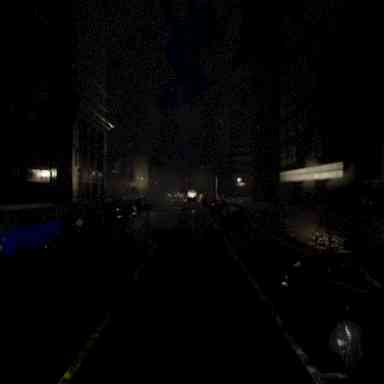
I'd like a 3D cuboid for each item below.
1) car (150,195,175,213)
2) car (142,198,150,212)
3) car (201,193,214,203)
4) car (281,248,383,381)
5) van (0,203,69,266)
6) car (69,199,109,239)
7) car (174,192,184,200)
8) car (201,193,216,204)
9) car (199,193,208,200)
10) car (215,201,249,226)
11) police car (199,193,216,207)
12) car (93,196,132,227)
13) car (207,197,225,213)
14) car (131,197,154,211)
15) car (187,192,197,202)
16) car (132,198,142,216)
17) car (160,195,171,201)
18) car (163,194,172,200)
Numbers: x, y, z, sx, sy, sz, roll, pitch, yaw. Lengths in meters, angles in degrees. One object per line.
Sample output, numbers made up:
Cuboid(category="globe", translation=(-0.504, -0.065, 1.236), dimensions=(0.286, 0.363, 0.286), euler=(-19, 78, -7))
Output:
Cuboid(category="car", translation=(-3.092, 1.369, 34.372), dimensions=(1.812, 1.442, 4.674), euler=(0, 0, 0))
Cuboid(category="car", translation=(-5.762, 1.413, 33.534), dimensions=(1.947, 1.339, 4.313), euler=(0, 0, 0))
Cuboid(category="car", translation=(2.765, 1.049, 61.718), dimensions=(2.192, 1.841, 5.009), euler=(0, 0, 0))
Cuboid(category="car", translation=(2.760, 1.540, 5.357), dimensions=(1.947, 1.339, 4.313), euler=(0, 0, 0))
Cuboid(category="van", translation=(-5.765, 1.290, 10.987), dimensions=(1.690, 1.788, 3.998), euler=(0, 0, 0))
Cuboid(category="car", translation=(-5.764, 1.363, 16.623), dimensions=(1.967, 1.590, 4.097), euler=(0, 0, 0))
Cuboid(category="car", translation=(-2.992, 0.883, 75.829), dimensions=(2.097, 1.767, 4.553), euler=(0, 0, 0))
Cuboid(category="car", translation=(2.764, 1.070, 56.082), dimensions=(2.192, 1.841, 5.009), euler=(0, 0, 0))
Cuboid(category="car", translation=(2.767, 1.115, 78.627), dimensions=(1.967, 1.590, 4.097), euler=(0, 0, 0))
Cuboid(category="car", translation=(2.762, 1.480, 22.266), dimensions=(1.802, 1.307, 4.206), euler=(0, 0, 0))
Cuboid(category="police car", translation=(2.371, 1.219, 46.174), dimensions=(1.930, 1.638, 5.238), euler=(0, 0, 0))
Cuboid(category="car", translation=(-5.764, 1.213, 22.260), dimensions=(2.192, 1.841, 5.009), euler=(0, 0, 0))
Cuboid(category="car", translation=(2.763, 1.429, 33.539), dimensions=(1.802, 1.307, 4.206), euler=(0, 0, 0))
Cuboid(category="car", translation=(-5.761, 1.374, 39.170), dimensions=(2.008, 1.369, 4.403), euler=(0, 0, 0))
Cuboid(category="car", translation=(0.007, 1.217, 64.105), dimensions=(2.128, 1.511, 4.902), euler=(0, 0, 0))
Cuboid(category="car", translation=(-5.762, 1.438, 27.898), dimensions=(1.947, 1.339, 4.313), euler=(0, 0, 0))
Cuboid(category="car", translation=(-5.758, 1.260, 72.990), dimensions=(1.947, 1.339, 4.313), euler=(0, 0, 0))
Cuboid(category="car", translation=(-5.758, 1.226, 78.627), dimensions=(2.008, 1.369, 4.403), euler=(0, 0, 0))
